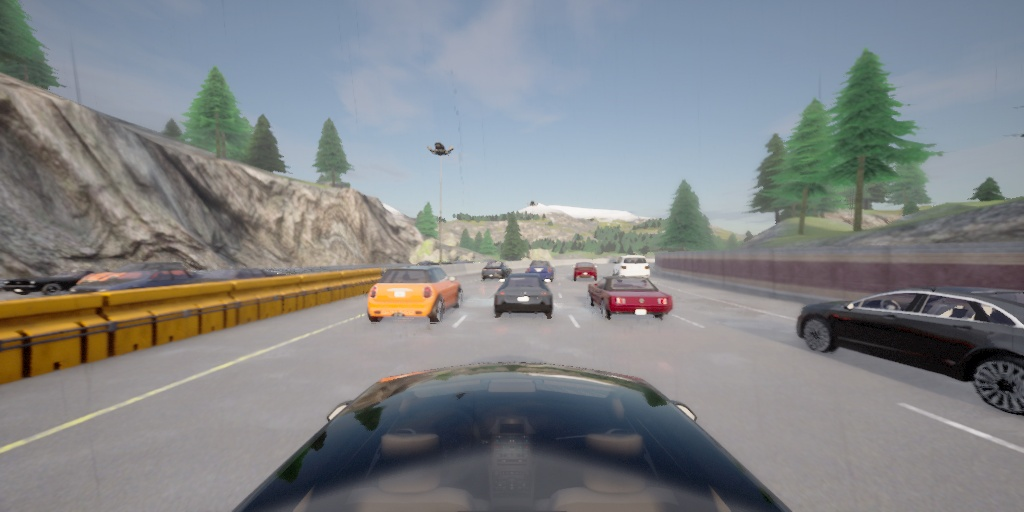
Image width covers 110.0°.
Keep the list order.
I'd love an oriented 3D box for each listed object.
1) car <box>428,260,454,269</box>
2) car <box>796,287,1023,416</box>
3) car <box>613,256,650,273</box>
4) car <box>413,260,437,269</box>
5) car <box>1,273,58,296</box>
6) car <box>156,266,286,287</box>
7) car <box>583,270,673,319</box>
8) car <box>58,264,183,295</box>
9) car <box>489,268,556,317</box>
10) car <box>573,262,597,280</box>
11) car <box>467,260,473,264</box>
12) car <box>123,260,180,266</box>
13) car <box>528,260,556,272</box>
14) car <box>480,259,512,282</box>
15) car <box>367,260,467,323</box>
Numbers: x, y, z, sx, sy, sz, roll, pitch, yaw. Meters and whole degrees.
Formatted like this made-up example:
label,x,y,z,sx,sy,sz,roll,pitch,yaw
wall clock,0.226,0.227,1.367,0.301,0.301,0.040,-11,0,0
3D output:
label,x,y,z,sx,sy,sz,roll,pitch,yaw
car,-11.528,1.382,58.637,1.895,1.301,4.718,0,0,20
car,7.158,1.243,5.906,2.128,1.511,4.902,0,0,1
car,9.316,0.985,28.257,2.150,2.045,5.566,0,0,10
car,-14.573,1.346,60.494,1.994,1.385,4.181,0,0,20
car,-23.797,1.361,19.614,1.895,1.301,4.718,0,0,5
car,-13.472,1.306,17.529,2.033,1.411,5.357,0,0,5
car,3.911,1.357,12.750,1.895,1.301,4.718,0,0,3
car,-17.019,1.306,17.086,2.033,1.411,5.357,0,0,4
car,0.465,1.320,13.222,1.994,1.385,4.181,0,0,3
car,6.268,1.243,30.822,1.882,1.535,5.008,0,0,11
car,-8.097,1.328,57.856,2.033,1.411,5.357,0,0,20
car,-20.252,1.112,19.578,2.097,1.767,4.553,0,0,6
car,2.374,1.116,28.918,2.097,1.767,4.553,0,0,10
car,-1.150,1.256,29.167,2.128,1.511,4.902,0,0,10
car,-3.089,1.108,12.328,2.097,1.767,4.553,0,0,3
